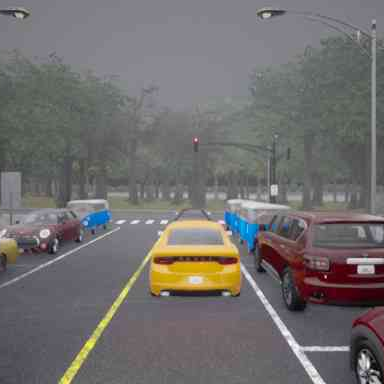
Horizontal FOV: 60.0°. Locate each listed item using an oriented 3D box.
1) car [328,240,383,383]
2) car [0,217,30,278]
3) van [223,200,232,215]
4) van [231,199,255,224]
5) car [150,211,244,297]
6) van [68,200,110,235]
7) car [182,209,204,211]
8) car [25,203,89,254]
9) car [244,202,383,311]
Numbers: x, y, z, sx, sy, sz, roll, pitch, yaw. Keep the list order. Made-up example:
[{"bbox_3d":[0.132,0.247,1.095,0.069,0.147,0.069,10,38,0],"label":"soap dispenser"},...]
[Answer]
[{"bbox_3d":[2.760,1.439,2.223,1.967,1.590,4.097,0,0,0],"label":"car"},{"bbox_3d":[-5.769,1.522,7.484,1.752,1.417,4.829,0,0,0],"label":"car"},{"bbox_3d":[2.748,1.333,18.536,1.690,1.788,3.998,0,0,0],"label":"van"},{"bbox_3d":[2.752,1.335,13.098,1.690,1.788,3.998,0,0,0],"label":"van"},{"bbox_3d":[0.080,1.474,8.616,1.882,1.535,5.008,0,0,0],"label":"car"},{"bbox_3d":[-5.778,1.333,18.529,1.690,1.788,3.998,0,0,0],"label":"van"},{"bbox_3d":[0.046,1.557,17.538,1.994,1.385,4.181,0,0,0],"label":"car"},{"bbox_3d":[-5.773,1.434,13.091,1.967,1.590,4.097,0,0,0],"label":"car"},{"bbox_3d":[2.756,1.311,7.661,2.192,1.841,5.009,0,0,0],"label":"car"}]
